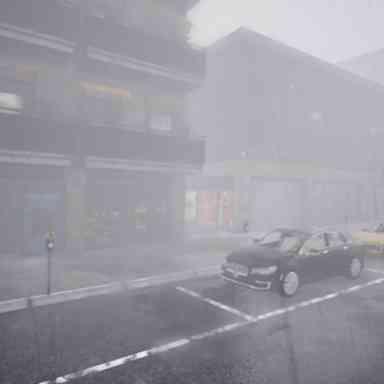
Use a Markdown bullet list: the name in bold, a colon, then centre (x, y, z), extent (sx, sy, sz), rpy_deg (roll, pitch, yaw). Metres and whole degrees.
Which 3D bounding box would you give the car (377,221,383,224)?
- **car**: centre (7.129, 1.559, 11.632), extent (4.829, 1.417, 1.752), rpy_deg (0, 1, -35)

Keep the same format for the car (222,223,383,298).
- **car**: centre (2.732, 1.570, 8.495), extent (4.403, 1.369, 2.008), rpy_deg (0, 1, -35)
